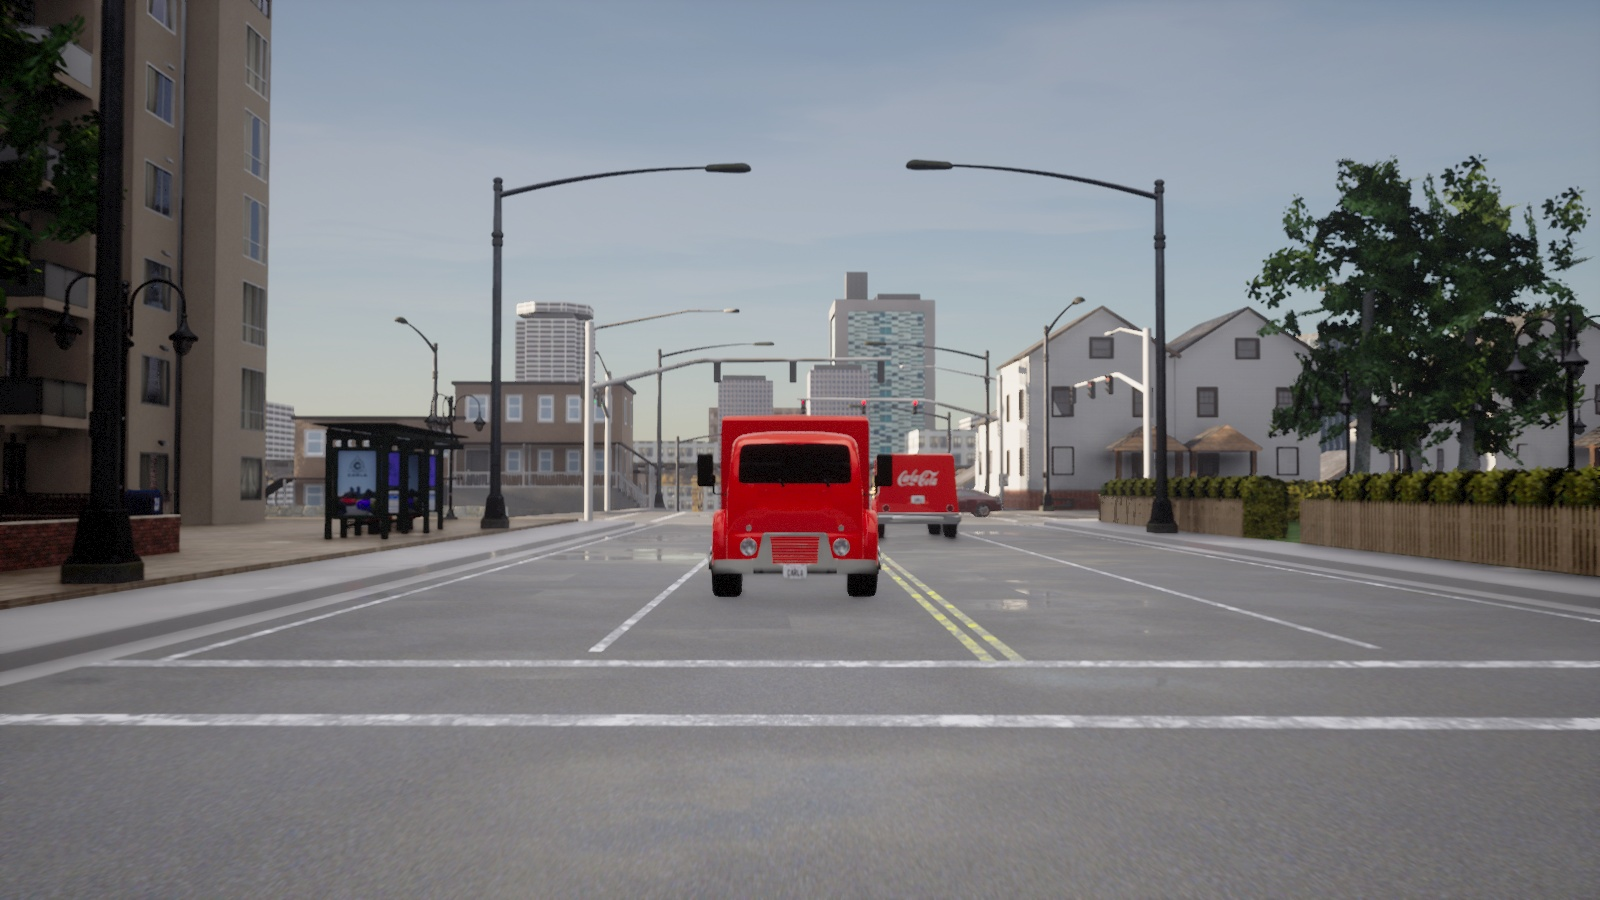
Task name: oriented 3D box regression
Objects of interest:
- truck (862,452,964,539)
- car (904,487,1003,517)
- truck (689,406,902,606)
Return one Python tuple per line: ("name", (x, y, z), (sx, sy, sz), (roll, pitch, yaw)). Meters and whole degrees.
("truck", (3.361, 1.372, 38.466), (2.627, 2.467, 5.204), (0, -2, 0))
("car", (7.668, 2.604, 63.008), (4.674, 1.442, 1.812), (0, -2, -1))
("truck", (-0.071, 0.773, 18.202), (2.627, 2.467, 5.204), (0, -2, 0))
